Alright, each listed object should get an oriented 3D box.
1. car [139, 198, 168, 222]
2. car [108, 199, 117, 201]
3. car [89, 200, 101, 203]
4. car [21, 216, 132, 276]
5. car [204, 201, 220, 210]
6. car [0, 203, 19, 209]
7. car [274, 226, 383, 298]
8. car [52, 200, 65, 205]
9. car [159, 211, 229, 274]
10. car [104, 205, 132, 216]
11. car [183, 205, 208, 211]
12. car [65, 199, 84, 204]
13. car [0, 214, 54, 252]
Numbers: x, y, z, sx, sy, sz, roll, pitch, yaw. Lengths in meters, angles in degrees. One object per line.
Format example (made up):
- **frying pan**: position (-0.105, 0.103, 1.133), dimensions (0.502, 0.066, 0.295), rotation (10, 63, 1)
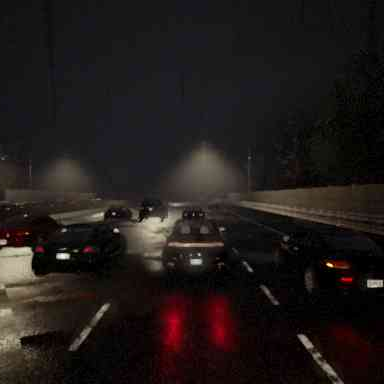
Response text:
- **car**: position (-3.388, 1.548, 29.910), dimensions (2.150, 2.045, 5.566), rotation (0, -1, 0)
- **car**: position (-17.480, 2.290, 72.484), dimensions (2.128, 1.511, 4.902), rotation (0, -1, 0)
- **car**: position (-20.981, 2.360, 72.454), dimensions (1.895, 1.301, 4.718), rotation (0, -1, 0)
- **car**: position (-3.394, 1.681, 10.756), dimensions (1.994, 1.385, 4.181), rotation (0, -1, 0)
- **car**: position (3.515, 2.169, 55.307), dimensions (1.994, 1.385, 4.181), rotation (0, -1, 0)
- **car**: position (-17.584, 1.843, 30.893), dimensions (1.837, 1.490, 4.892), rotation (0, -1, 0)
- **car**: position (3.507, 1.614, 8.679), dimensions (1.812, 1.442, 4.674), rotation (0, -1, 0)
- **car**: position (-27.981, 2.313, 70.687), dimensions (1.994, 1.385, 4.181), rotation (0, -1, 0)
- **car**: position (0.106, 1.611, 10.980), dimensions (2.128, 1.511, 4.902), rotation (0, -1, 0)
- **car**: position (-6.888, 1.906, 31.291), dimensions (1.994, 1.385, 4.181), rotation (0, -1, 0)
- **car**: position (0.111, 1.920, 29.250), dimensions (1.895, 1.301, 4.718), rotation (0, -1, 0)
- **car**: position (-24.481, 2.238, 70.687), dimensions (1.882, 1.535, 5.008), rotation (0, -1, 0)
- **car**: position (-6.896, 1.683, 14.431), dimensions (1.812, 1.442, 4.674), rotation (0, -1, 0)
